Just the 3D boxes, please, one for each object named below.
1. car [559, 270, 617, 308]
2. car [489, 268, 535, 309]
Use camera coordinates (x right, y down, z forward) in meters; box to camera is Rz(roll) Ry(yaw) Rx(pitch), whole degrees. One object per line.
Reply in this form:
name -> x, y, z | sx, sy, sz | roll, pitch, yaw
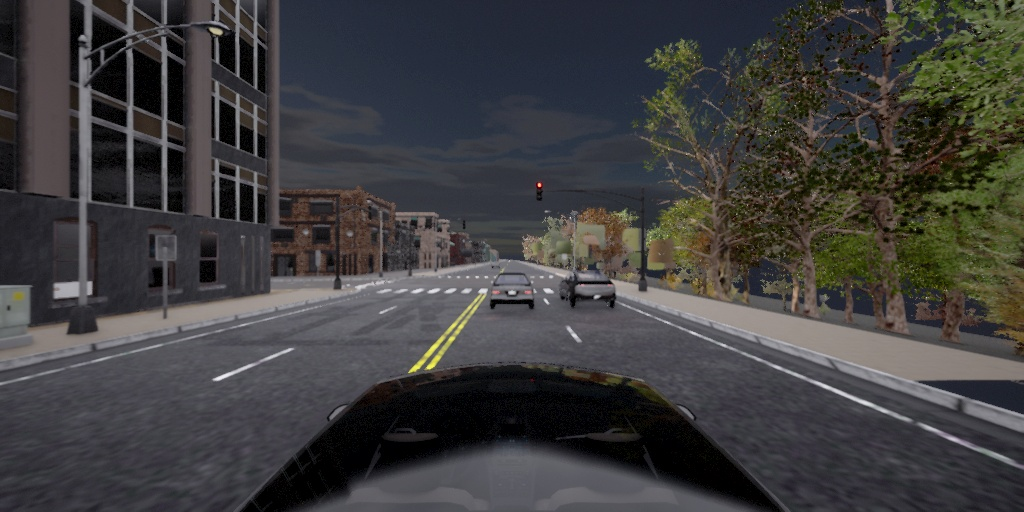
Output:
car -> 3.254, 1.382, 16.128 | 2.128, 1.511, 4.902 | 0, 0, 0
car -> 0.000, 1.434, 15.822 | 2.033, 1.411, 5.357 | 0, -1, 0
